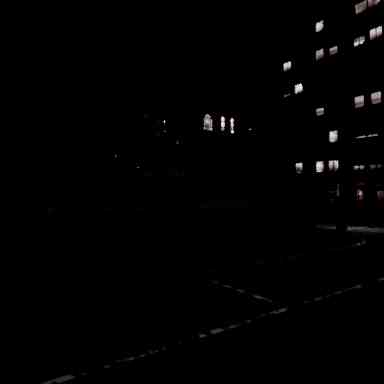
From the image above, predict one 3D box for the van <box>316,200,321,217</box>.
[{"bbox_3d":[10.558,1.646,32.580,1.690,1.788,3.998,-1,0,-36],"label":"van"}]
